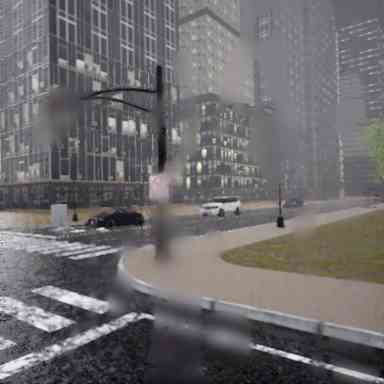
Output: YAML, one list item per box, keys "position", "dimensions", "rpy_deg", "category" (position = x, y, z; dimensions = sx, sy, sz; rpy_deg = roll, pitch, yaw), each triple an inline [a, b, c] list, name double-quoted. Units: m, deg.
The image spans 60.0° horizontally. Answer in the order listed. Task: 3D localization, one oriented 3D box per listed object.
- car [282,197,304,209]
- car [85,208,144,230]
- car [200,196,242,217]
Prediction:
- position: [15.562, 1.651, 51.059]
  dimensions: [2.097, 1.767, 4.553]
  rpy_deg: [-2, -1, 37]
  category: "car"
- position: [-5.370, 1.836, 23.465]
  dimensions: [1.994, 1.385, 4.181]
  rpy_deg: [-2, -1, 37]
  category: "car"
- position: [3.108, 1.501, 34.719]
  dimensions: [2.150, 2.045, 5.566]
  rpy_deg: [-2, -1, 37]
  category: "car"
